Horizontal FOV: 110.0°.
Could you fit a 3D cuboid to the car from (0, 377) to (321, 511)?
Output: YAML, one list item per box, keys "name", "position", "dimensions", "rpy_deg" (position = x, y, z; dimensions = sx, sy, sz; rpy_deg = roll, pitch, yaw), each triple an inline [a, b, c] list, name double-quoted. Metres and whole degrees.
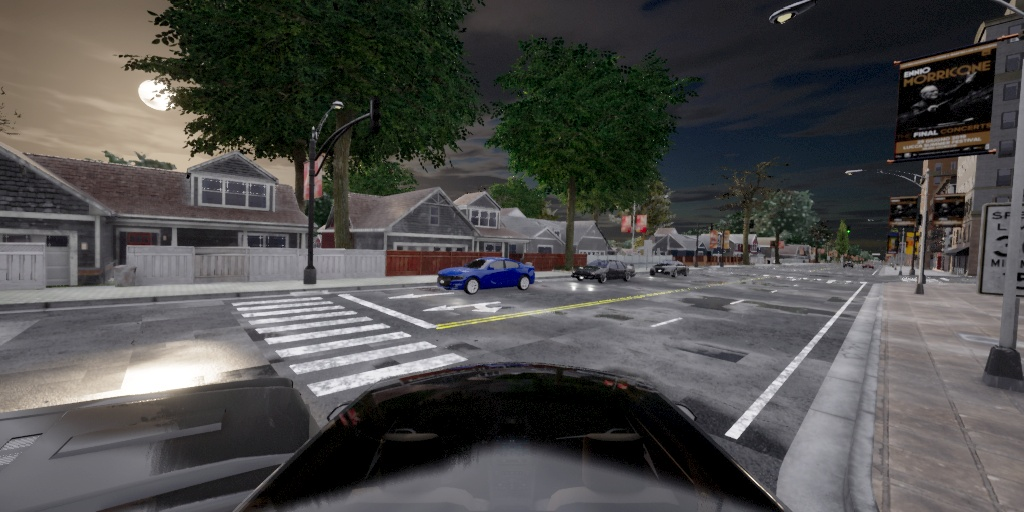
- name: "car"
  position: [-3.315, 1.284, 1.331]
  dimensions: [4.718, 1.301, 1.895]
  rpy_deg: [1, 2, -34]

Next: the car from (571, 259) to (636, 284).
- name: "car"
  position: [6.124, 0.936, 23.403]
  dimensions: [5.357, 1.411, 2.033]
  rpy_deg: [0, 2, -44]

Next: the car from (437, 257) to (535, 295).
- name: "car"
  position: [-1.066, 0.802, 16.509]
  dimensions: [5.008, 1.535, 1.882]
  rpy_deg: [0, 2, -44]

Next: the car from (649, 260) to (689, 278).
- name: "car"
  position: [13.346, 1.020, 30.300]
  dimensions: [4.181, 1.385, 1.994]
  rpy_deg: [1, 2, -44]
